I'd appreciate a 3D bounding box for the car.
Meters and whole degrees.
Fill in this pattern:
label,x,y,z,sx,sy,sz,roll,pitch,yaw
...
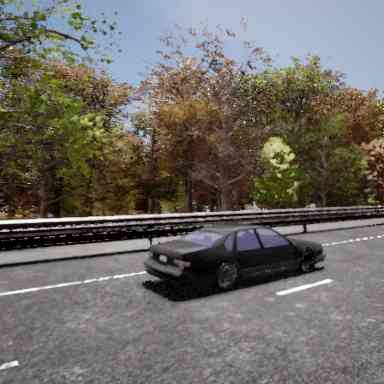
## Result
label,x,y,z,sx,sy,sz,roll,pitch,yaw
car,1.381,1.579,9.059,5.357,1.411,2.033,0,0,-36
